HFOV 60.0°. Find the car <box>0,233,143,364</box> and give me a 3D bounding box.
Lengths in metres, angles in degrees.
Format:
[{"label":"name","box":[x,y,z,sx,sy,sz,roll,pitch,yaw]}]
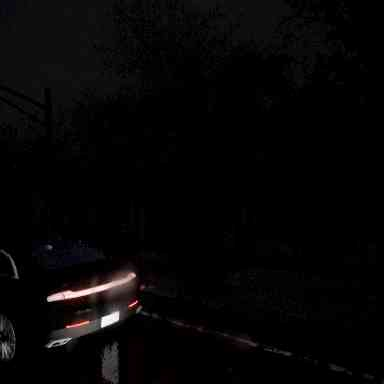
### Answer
[{"label":"car","box":[-3.069,1.491,5.864,4.902,1.511,2.128,0,0,35]}]
